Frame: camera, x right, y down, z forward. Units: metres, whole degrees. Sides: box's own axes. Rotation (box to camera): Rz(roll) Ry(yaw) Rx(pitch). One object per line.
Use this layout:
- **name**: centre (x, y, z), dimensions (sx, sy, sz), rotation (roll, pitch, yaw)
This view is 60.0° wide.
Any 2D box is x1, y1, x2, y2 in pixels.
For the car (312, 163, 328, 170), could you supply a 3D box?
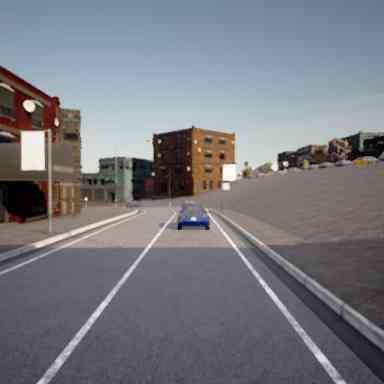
- **car**: centre (21.847, -3.993, 53.641), dimensions (2.231, 1.521, 4.892), rotation (0, 1, -1)

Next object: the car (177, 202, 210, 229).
- **car**: centre (0.094, 1.550, 21.552), dimensions (1.994, 1.385, 4.181), rotation (0, 0, 0)

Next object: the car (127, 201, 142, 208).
- **car**: centre (-10.747, 2.308, 61.827), dimensions (1.994, 1.385, 4.181), rotation (-1, -2, -27)

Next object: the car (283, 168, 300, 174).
- **car**: centre (21.476, -4.338, 70.096), dimensions (2.185, 1.767, 4.553), rotation (0, 1, -1)

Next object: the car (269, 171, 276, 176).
- **car**: centre (21.230, -4.474, 81.262), dimensions (2.185, 1.767, 4.553), rotation (0, 1, -1)

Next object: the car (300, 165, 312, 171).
- **car**: centre (21.717, -4.075, 59.159), dimensions (2.231, 1.521, 4.892), rotation (0, 1, -1)

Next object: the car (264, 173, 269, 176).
- **car**: centre (21.108, -4.538, 86.781), dimensions (2.185, 1.767, 4.553), rotation (0, 1, -1)

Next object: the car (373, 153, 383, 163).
- **car**: centre (22.905, -3.810, 37.057), dimensions (2.185, 1.767, 4.553), rotation (0, 1, -5)

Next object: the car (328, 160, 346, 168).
- **car**: centre (22.081, -3.854, 48.100), dimensions (2.002, 1.452, 4.674), rotation (0, 1, -3)

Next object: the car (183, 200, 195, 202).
- **car**: centre (-0.406, 1.655, 39.916), dimensions (1.812, 1.442, 4.674), rotation (0, -1, -6)

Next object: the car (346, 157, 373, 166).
- **car**: centre (22.435, -3.789, 42.563), dimensions (2.097, 1.535, 5.008), rotation (0, 1, -4)

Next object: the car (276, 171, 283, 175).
- **car**: centre (21.355, -4.239, 75.589), dimensions (2.002, 1.452, 4.674), rotation (0, 1, -1)
